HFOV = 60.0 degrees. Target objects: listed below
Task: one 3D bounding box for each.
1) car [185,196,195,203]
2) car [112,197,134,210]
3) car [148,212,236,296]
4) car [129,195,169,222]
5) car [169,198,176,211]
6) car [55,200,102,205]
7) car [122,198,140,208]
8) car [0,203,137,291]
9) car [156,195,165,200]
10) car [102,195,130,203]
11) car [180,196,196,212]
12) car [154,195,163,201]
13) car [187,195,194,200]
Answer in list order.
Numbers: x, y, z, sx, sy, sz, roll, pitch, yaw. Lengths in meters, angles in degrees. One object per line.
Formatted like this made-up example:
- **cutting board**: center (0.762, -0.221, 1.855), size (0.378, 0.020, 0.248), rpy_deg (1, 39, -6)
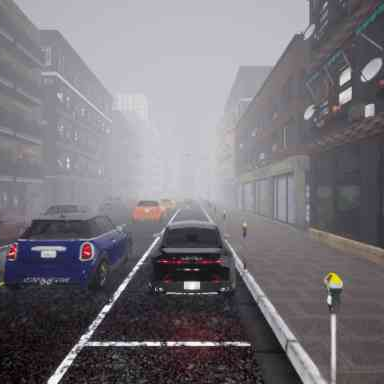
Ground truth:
- **car**: center (-0.453, 1.545, 70.970), size (2.008, 1.369, 4.403), rpy_deg (0, 0, 0)
- **car**: center (-8.834, 1.439, 42.793), size (1.967, 1.590, 4.097), rpy_deg (0, 0, 0)
- **car**: center (0.001, 1.504, 8.649), size (1.837, 1.490, 4.892), rpy_deg (0, 0, 0)
- **car**: center (-3.145, 1.352, 25.364), size (2.097, 1.767, 4.553), rpy_deg (0, 0, 0)
- **car**: center (-3.046, 1.476, 39.996), size (1.882, 1.535, 5.008), rpy_deg (0, 0, 0)
- **car**: center (-6.247, 1.353, 16.439), size (2.097, 1.767, 4.553), rpy_deg (0, 0, 0)
- **car**: center (-8.834, 1.543, 48.430), size (1.887, 1.381, 4.507), rpy_deg (0, 0, 0)
- **car**: center (-3.046, 1.352, 9.204), size (2.097, 1.767, 4.553), rpy_deg (0, 0, 0)
- **car**: center (-8.834, 1.539, 93.519), size (2.008, 1.369, 4.403), rpy_deg (0, 0, 0)
- **car**: center (-8.833, 1.314, 37.157), size (2.192, 1.841, 5.009), rpy_deg (0, 0, 0)
- **car**: center (-0.454, 1.525, 37.323), size (1.752, 1.417, 4.829), rpy_deg (0, 0, 0)
- **car**: center (-8.834, 1.541, 87.882), size (2.008, 1.369, 4.403), rpy_deg (0, 0, 0)
- **car**: center (-0.452, 1.513, 93.685), size (1.752, 1.417, 4.829), rpy_deg (0, 0, 0)
